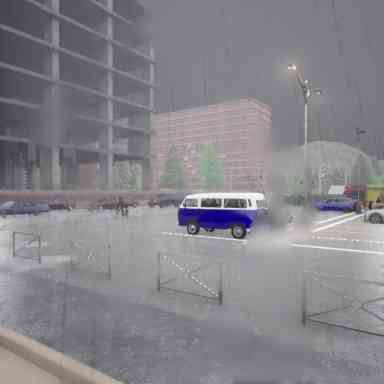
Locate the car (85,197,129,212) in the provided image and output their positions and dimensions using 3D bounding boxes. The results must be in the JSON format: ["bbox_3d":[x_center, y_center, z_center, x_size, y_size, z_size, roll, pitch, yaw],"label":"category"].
[{"bbox_3d":[-10.015,1.449,38.577,1.837,1.490,4.892,0,0,35],"label":"car"}]

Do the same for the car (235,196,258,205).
[{"bbox_3d":[10.018,1.436,60.591,2.128,1.511,4.902,0,0,35],"label":"car"}]

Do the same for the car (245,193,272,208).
[{"bbox_3d":[11.046,1.436,56.138,2.128,1.511,4.902,0,0,35],"label":"car"}]

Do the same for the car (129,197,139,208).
[{"bbox_3d":[-9.376,1.436,45.547,2.128,1.511,4.902,0,0,35],"label":"car"}]

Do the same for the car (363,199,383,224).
[{"bbox_3d":[13.270,1.395,21.463,3.806,1.475,1.970,0,0,36],"label":"car"}]

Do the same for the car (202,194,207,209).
[{"bbox_3d":[4.071,1.450,52.143,1.837,1.490,4.892,0,0,35],"label":"car"}]

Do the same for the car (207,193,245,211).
[{"bbox_3d":[4.944,1.166,47.411,2.150,2.045,5.566,0,0,36],"label":"car"}]

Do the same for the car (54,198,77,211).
[{"bbox_3d":[-15.297,1.436,37.159,2.128,1.511,4.902,0,0,35],"label":"car"}]

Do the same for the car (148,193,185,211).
[{"bbox_3d":[-3.841,1.166,47.305,2.150,2.045,5.566,0,0,35],"label":"car"}]

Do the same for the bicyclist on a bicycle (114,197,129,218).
[{"bbox_3d":[-5.482,1.248,25.945,1.656,1.620,0.582,0,0,35],"label":"bicyclist on a bicycle"}]

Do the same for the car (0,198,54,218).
[{"bbox_3d":[-15.837,1.492,30.320,2.033,1.411,5.357,0,0,35],"label":"car"}]

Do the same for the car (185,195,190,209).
[{"bbox_3d":[-3.250,1.166,54.168,2.150,2.045,5.566,0,0,35],"label":"car"}]
